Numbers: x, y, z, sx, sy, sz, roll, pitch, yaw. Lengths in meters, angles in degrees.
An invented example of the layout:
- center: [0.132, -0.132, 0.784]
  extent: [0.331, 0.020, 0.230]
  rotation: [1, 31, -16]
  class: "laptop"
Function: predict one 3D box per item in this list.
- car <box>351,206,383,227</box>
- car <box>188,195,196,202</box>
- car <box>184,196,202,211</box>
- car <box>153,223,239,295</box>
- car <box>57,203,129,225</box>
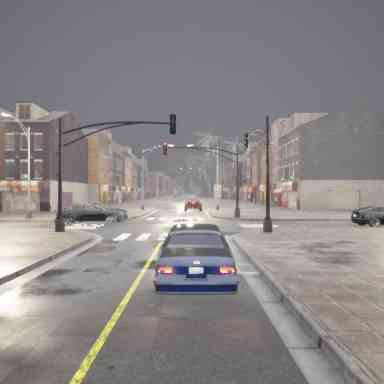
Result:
- center: [12.351, 1.522, 21.002]
  extent: [4.313, 1.339, 1.947]
  rotation: [0, 0, 0]
  class: "car"
- center: [0.002, 1.548, 75.819]
  extent: [1.882, 1.535, 5.008]
  rotation: [0, 0, 0]
  class: "car"
- center: [0.130, 1.378, 41.977]
  extent: [2.097, 1.767, 4.553]
  rotation: [0, 0, 0]
  class: "car"
- center: [0.080, 1.549, 8.885]
  extent: [2.033, 1.411, 5.357]
  rotation: [0, 0, 0]
  class: "car"
- center: [-6.945, 1.515, 23.559]
  extent: [4.902, 1.511, 2.128]
  rotation: [0, 0, 0]
  class: "car"
